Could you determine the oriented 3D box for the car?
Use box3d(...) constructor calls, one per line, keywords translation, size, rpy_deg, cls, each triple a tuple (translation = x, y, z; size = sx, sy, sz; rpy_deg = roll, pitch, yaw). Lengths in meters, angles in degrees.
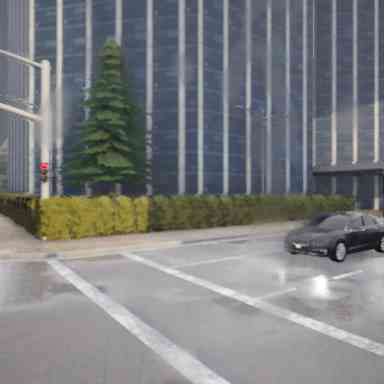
box3d(translation=(5.400, 1.502, 12.128), size=(4.892, 1.490, 1.837), rpy_deg=(0, 0, -35), cls="car")
